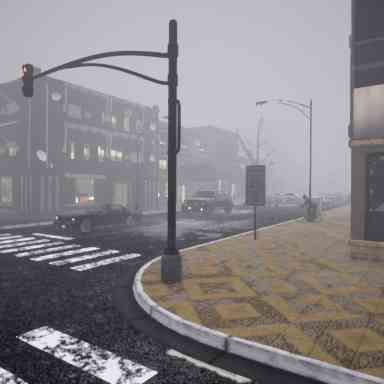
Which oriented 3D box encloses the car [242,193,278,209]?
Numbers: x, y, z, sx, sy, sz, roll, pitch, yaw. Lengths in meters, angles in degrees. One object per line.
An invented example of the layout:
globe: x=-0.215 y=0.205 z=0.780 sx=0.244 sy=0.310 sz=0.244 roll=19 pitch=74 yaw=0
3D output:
car: x=7.103 y=1.014 z=35.372 sx=1.895 sy=1.301 sz=4.718 roll=1 pitch=1 yaw=35

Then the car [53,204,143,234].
car: x=-4.979 y=1.358 z=18.111 sx=1.895 sy=1.301 sz=4.718 roll=1 pitch=1 yaw=37

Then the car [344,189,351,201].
car: x=25.436 y=0.619 z=51.669 sx=1.887 sy=1.381 sz=4.507 roll=2 pitch=2 yaw=35

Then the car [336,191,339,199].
car: x=18.555 y=0.788 z=46.299 sx=1.895 sy=1.301 sz=4.718 roll=1 pitch=1 yaw=35

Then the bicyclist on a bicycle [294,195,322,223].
bicyclist on a bicycle: x=6.797 y=1.003 z=19.582 sx=1.656 sy=1.620 sz=0.582 roll=0 pitch=1 yaw=35

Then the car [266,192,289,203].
car: x=12.126 y=0.767 z=47.226 sx=1.802 sy=1.307 sz=4.206 roll=2 pitch=2 yaw=35

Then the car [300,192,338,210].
car: x=12.673 y=0.993 z=33.051 sx=2.008 sy=1.369 sz=4.403 roll=2 pitch=2 yaw=35

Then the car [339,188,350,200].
car: x=24.237 y=0.572 z=54.535 sx=2.033 sy=1.411 sz=5.357 roll=1 pitch=1 yaw=36

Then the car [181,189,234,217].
car: x=1.389 y=0.798 z=27.120 sx=2.150 sy=2.045 sz=5.566 roll=1 pitch=1 yaw=35

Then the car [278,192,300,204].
car: x=12.977 y=0.771 z=43.784 sx=1.812 sy=1.442 sz=4.674 roll=1 pitch=1 yaw=34

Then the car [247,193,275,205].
car: x=8.886 y=0.821 z=42.604 sx=1.887 sy=1.381 sz=4.507 roll=2 pitch=2 yaw=35
